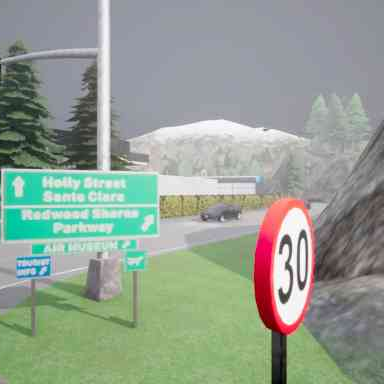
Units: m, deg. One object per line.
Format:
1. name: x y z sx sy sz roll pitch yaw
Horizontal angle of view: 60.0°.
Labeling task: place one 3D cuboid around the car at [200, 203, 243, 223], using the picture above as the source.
1. car: 2.560 1.696 28.042 1.837 1.490 4.892 0 0 36

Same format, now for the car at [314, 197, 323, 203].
1. car: 27.320 1.787 75.886 4.718 1.301 1.895 0 0 43

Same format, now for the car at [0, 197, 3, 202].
1. car: -12.386 1.504 26.071 1.905 1.878 3.866 0 0 35

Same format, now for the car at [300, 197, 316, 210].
1. car: 14.197 1.739 43.925 2.033 1.411 5.357 0 0 37

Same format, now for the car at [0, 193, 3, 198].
1. car: -38.583 1.489 70.017 4.514 1.523 2.007 0 0 35
